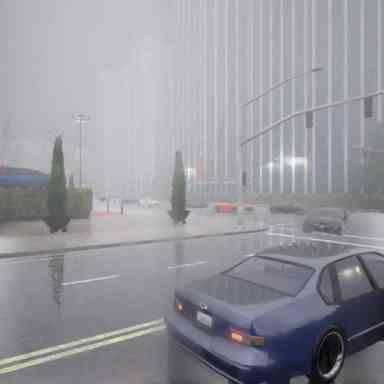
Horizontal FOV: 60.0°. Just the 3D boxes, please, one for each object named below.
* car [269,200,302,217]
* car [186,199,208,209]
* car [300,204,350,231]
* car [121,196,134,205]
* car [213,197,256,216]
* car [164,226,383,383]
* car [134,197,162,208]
[{"bbox_3d":[9.442,1.525,31.703,1.812,1.442,4.674,0,0,-36],"label":"car"},{"bbox_3d":[0.311,1.564,44.276,1.994,1.385,4.181,0,0,-36],"label":"car"},{"bbox_3d":[7.718,1.505,18.751,1.837,1.490,4.892,4,2,30],"label":"car"},{"bbox_3d":[-11.221,1.476,60.310,1.882,1.535,5.008,0,0,-35],"label":"car"},{"bbox_3d":[4.149,1.352,33.019,2.097,1.767,4.553,0,0,-36],"label":"car"},{"bbox_3d":[2.203,1.547,5.375,5.357,1.411,2.033,0,0,-35],"label":"car"},{"bbox_3d":[-6.014,1.525,47.060,1.812,1.442,4.674,0,0,-36],"label":"car"}]
